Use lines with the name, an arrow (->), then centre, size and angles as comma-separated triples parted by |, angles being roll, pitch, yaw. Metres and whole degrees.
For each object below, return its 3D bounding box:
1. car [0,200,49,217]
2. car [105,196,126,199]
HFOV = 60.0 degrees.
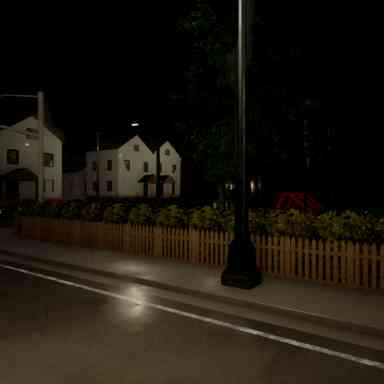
car -> -15.048, 1.491, 30.648 | 2.128, 1.511, 4.902 | 0, 0, 35
car -> -9.400, 1.352, 38.817 | 2.097, 1.767, 4.553 | 0, 0, 35
